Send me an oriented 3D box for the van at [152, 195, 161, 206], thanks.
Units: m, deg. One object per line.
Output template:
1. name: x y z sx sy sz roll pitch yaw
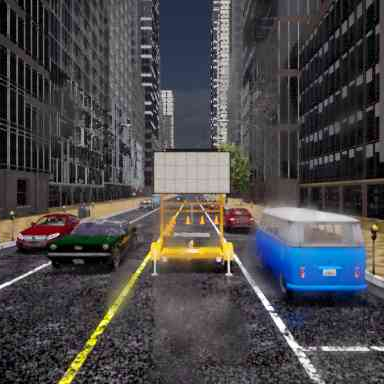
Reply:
1. van: -5.704 1.328 53.887 1.690 1.788 3.998 0 0 0

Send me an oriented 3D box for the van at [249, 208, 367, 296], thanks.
1. van: 2.688 1.341 8.347 1.690 1.788 3.998 0 0 0

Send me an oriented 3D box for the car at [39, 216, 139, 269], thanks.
1. car: -3.103 1.600 11.314 1.895 1.301 4.718 0 0 0

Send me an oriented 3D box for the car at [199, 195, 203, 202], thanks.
1. car: 2.676 1.538 53.886 2.008 1.369 4.403 0 0 0

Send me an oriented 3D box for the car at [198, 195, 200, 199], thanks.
1. car: 2.673 1.410 65.271 1.967 1.590 4.097 0 0 0

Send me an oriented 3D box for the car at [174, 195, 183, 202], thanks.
1. car: -3.022 1.446 75.304 2.128 1.511 4.902 0 0 0

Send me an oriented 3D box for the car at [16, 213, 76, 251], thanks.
1. car: -5.695 1.582 14.039 1.802 1.307 4.206 0 0 0

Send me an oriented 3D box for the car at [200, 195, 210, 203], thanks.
1. car: 2.672 1.401 70.963 1.967 1.590 4.097 0 0 0

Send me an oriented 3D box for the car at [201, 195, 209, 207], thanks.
1. car: 2.678 1.544 48.193 2.008 1.369 4.403 0 0 0

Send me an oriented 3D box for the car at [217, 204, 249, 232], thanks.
1. car: 2.685 1.581 19.731 1.802 1.307 4.206 0 0 0

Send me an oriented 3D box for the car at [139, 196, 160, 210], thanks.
1. car: -5.702 1.548 42.502 2.008 1.369 4.403 0 0 0

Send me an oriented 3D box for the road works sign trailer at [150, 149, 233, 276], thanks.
1. road works sign trailer: -0.003 0.464 10.365 2.380 3.560 2.880 0 0 0

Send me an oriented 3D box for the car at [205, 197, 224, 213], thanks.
1. car: 2.680 1.581 36.808 1.802 1.307 4.206 0 0 0

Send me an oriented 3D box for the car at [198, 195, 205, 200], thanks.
1. car: 2.666 1.462 93.733 1.887 1.381 4.507 0 0 0
